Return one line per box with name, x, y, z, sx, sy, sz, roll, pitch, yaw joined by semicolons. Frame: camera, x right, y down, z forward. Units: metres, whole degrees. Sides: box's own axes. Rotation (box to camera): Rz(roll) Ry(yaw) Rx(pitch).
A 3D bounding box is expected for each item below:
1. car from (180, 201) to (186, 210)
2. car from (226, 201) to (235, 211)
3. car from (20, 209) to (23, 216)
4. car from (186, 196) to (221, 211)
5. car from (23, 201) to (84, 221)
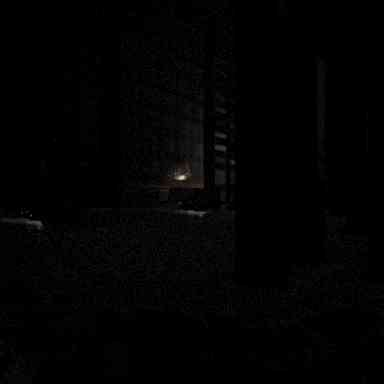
car;0.449;1.705;51.237;2.150;2.045;5.566;0;-1;36
car;6.978;2.059;48.986;2.033;1.411;5.357;0;-1;36
car;-13.738;1.659;31.644;1.837;1.490;4.892;0;-1;36
car;2.082;1.682;47.965;2.150;2.045;5.566;0;-1;36
car;-11.694;1.668;28.924;1.812;1.442;4.674;0;-1;36
